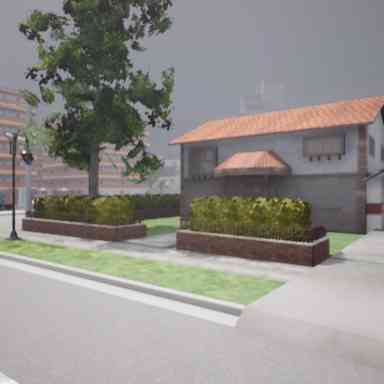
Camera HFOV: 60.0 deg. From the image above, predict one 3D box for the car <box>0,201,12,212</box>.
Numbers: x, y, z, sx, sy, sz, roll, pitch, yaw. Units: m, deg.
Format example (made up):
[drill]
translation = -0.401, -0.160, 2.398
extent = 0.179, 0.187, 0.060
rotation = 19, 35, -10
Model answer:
[car]
translation = -21.589, 1.526, 35.037
extent = 1.895, 1.301, 4.718
rotation = 0, 0, 33
